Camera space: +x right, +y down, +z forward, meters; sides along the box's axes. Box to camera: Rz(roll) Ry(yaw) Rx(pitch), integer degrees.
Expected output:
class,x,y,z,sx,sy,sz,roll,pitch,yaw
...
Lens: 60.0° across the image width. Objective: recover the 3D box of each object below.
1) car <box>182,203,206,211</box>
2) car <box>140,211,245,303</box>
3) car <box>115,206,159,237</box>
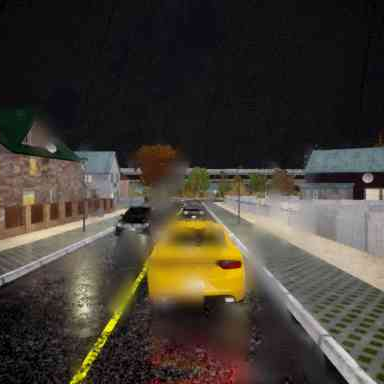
class,x,y,z,sx,sy,sz,roll,pitch,yaw
car,0.153,1.596,27.407,1.895,1.301,4.718,0,0,0
car,0.099,1.473,8.270,1.882,1.535,5.008,0,0,0
car,-2.809,1.520,17.994,1.812,1.442,4.674,0,0,0
